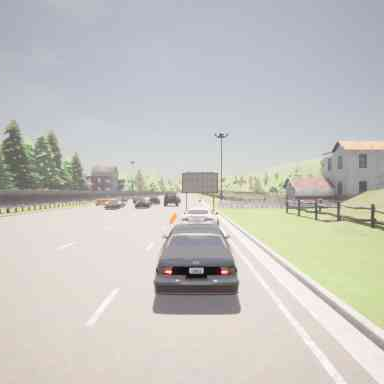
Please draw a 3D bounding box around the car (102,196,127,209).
[{"bbox_3d":[-10.327,1.600,45.211,1.895,1.301,4.718,0,0,0],"label":"car"}]

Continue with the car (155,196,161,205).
[{"bbox_3d":[-6.801,1.505,60.280,1.837,1.490,4.892,0,0,0],"label":"car"}]

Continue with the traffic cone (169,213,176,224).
[{"bbox_3d":[-1.449,1.955,23.203,0.340,0.580,0.340,0,0,0],"label":"traffic cone"}]

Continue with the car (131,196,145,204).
[{"bbox_3d":[-10.295,1.564,64.139,1.994,1.385,4.181,0,0,0],"label":"car"}]

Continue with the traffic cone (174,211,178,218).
[{"bbox_3d":[-1.446,1.955,25.203,0.340,0.580,0.340,0,0,0],"label":"traffic cone"}]

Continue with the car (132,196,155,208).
[{"bbox_3d":[-6.818,1.600,47.120,1.895,1.301,4.718,0,0,0],"label":"car"}]

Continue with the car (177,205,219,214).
[{"bbox_3d":[0.472,1.540,18.473,1.812,1.442,4.674,-1,-1,7],"label":"car"}]

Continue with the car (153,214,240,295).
[{"bbox_3d":[0.112,1.547,8.846,2.033,1.411,5.357,0,0,1],"label":"car"}]

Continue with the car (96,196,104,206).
[{"bbox_3d":[-13.814,1.352,53.162,2.097,1.767,4.553,0,0,0],"label":"car"}]

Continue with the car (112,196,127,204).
[{"bbox_3d":[-13.795,1.526,63.764,1.812,1.442,4.674,0,0,0],"label":"car"}]

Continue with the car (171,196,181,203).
[{"bbox_3d":[-3.287,1.564,68.600,1.994,1.385,4.181,0,0,0],"label":"car"}]

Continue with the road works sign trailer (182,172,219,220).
[{"bbox_3d":[0.525,0.464,22.086,2.380,3.560,2.880,0,0,-3],"label":"road works sign trailer"}]

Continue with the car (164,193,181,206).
[{"bbox_3d":[-3.312,1.221,53.385,2.150,2.045,5.566,0,0,0],"label":"car"}]
